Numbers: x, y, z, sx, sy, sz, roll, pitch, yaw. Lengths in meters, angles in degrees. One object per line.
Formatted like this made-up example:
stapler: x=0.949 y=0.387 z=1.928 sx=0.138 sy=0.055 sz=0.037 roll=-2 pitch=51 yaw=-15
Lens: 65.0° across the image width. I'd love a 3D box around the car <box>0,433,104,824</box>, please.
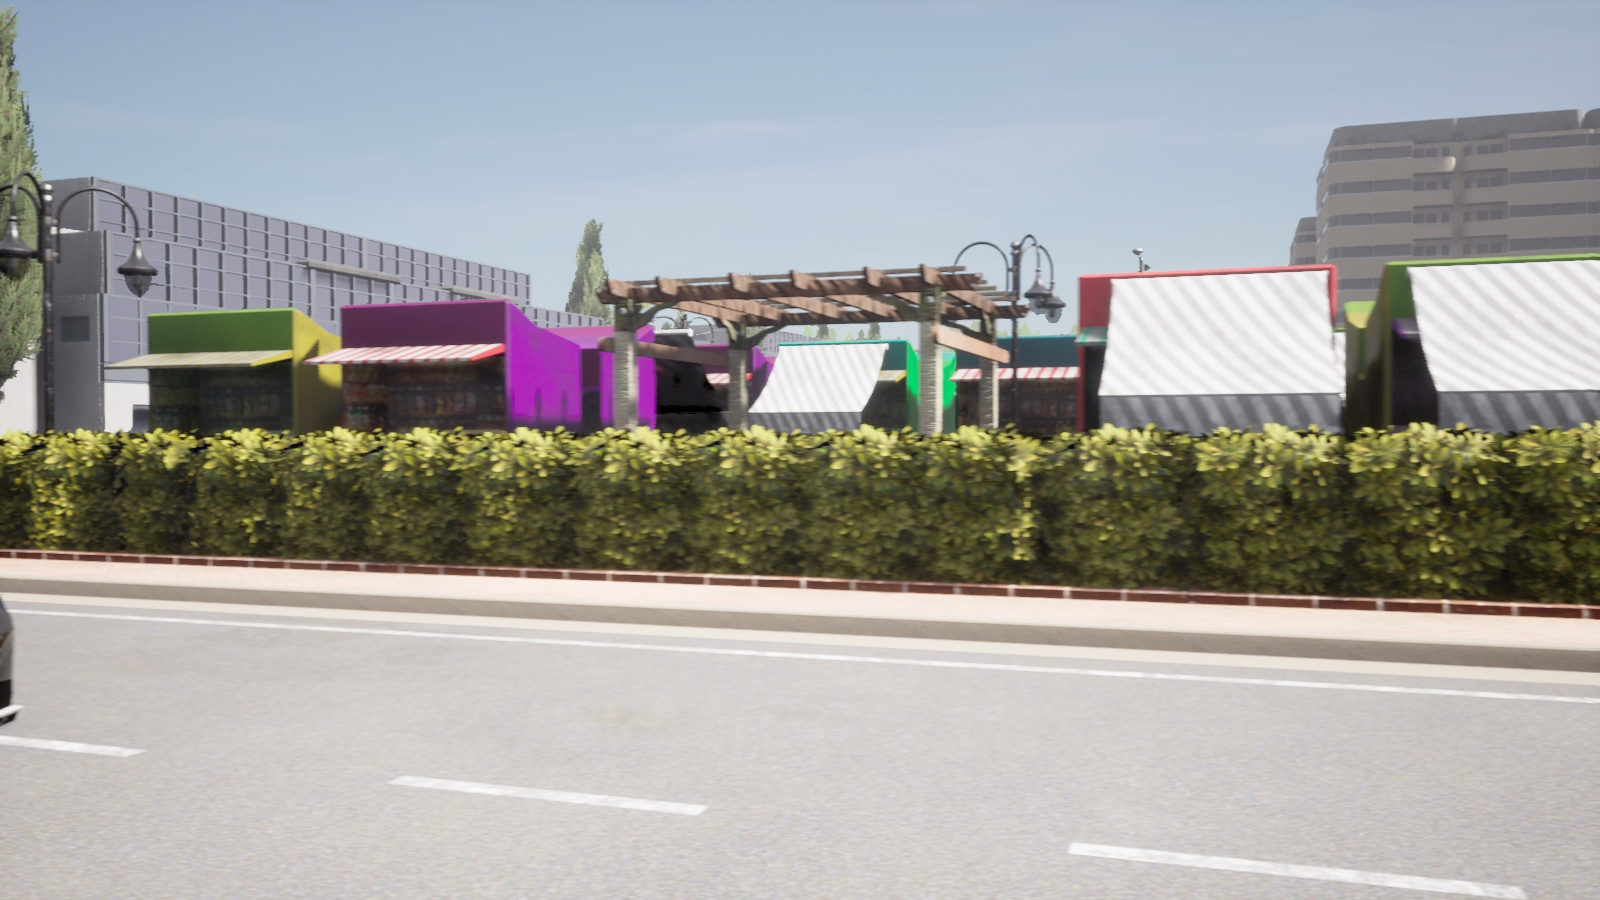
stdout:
car: x=-5.609 y=0.680 z=5.081 sx=4.902 sy=1.511 sz=2.128 roll=1 pitch=1 yaw=19
